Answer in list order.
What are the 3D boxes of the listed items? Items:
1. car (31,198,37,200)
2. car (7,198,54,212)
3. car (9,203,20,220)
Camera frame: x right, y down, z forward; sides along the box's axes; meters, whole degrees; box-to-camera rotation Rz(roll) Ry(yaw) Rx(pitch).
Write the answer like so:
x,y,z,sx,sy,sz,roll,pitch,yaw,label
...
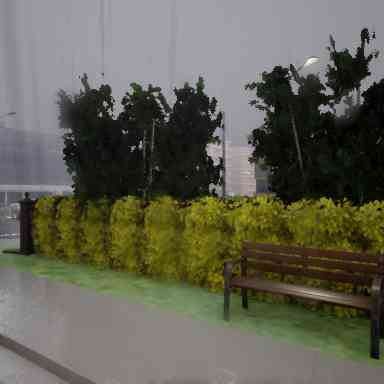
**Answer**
x,y,z,sx,sy,sz,roll,pitch,yaw,label
-15.778,1.515,36.058,1.994,1.385,4.181,0,0,35,car
-18.499,1.477,38.296,1.812,1.442,4.674,0,0,33,car
-10.706,1.511,24.649,1.812,1.442,4.674,0,0,35,car
